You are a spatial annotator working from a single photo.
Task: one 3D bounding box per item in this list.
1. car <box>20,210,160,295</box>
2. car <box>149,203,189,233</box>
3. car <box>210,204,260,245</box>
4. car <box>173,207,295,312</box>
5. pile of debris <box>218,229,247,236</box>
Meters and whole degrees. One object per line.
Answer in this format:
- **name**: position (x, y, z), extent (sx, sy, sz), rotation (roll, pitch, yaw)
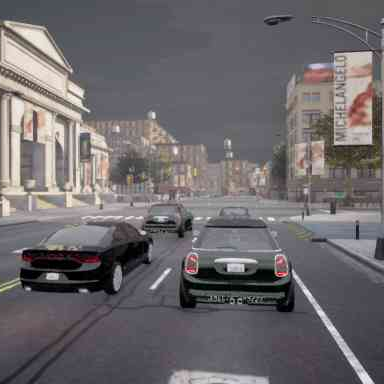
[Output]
- **car**: position (-2.395, 1.478, 8.877), extent (1.882, 1.535, 5.008), rotation (0, 0, 7)
- **car**: position (-1.196, 1.352, 18.009), extent (2.097, 1.767, 4.553), rotation (0, 0, 8)
- **car**: position (2.163, 1.489, 16.803), extent (2.128, 1.511, 4.902), rotation (0, 0, 8)
- **car**: position (1.023, 1.352, 7.956), extent (2.097, 1.767, 4.553), rotation (0, 0, 7)
- **pile of debris**: position (2.221, 2.175, 18.040), extent (1.500, 0.140, 1.860), rotation (0, 0, 8)
